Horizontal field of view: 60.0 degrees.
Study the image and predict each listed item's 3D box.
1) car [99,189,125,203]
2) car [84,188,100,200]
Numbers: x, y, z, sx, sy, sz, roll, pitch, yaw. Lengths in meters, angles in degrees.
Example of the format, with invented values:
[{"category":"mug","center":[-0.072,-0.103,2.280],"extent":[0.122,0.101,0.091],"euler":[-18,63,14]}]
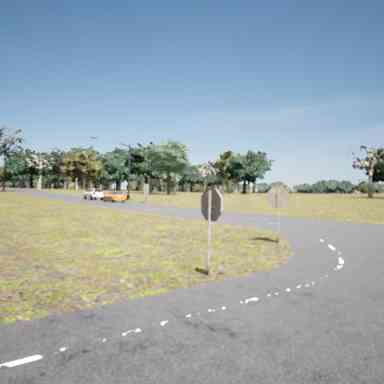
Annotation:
[{"category":"car","center":[-12.231,0.696,52.061],"extent":[2.097,1.767,4.553],"euler":[2,0,-36]},{"category":"car","center":[-17.588,0.386,59.570],"extent":[2.150,2.045,5.566],"euler":[2,0,-36]}]
